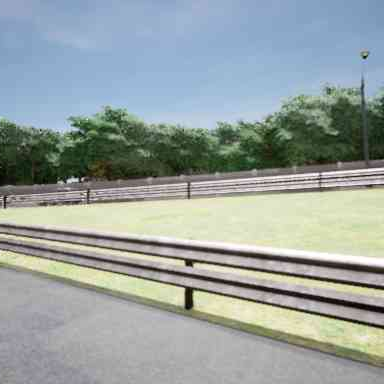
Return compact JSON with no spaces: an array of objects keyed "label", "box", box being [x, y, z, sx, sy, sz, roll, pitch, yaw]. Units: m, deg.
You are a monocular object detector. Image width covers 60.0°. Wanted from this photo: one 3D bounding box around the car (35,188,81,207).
[{"label":"car","box":[-15.931,0.650,39.687,5.566,2.045,2.150,-4,-2,18]}]
